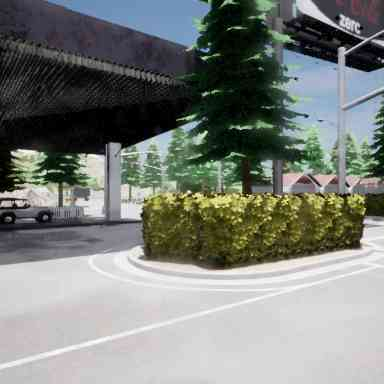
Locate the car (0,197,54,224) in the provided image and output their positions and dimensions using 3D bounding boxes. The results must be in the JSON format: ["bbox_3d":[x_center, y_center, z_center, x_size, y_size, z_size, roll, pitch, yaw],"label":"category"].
[{"bbox_3d":[-11.934,1.313,23.504,3.866,1.878,1.905,0,0,-36],"label":"car"}]
